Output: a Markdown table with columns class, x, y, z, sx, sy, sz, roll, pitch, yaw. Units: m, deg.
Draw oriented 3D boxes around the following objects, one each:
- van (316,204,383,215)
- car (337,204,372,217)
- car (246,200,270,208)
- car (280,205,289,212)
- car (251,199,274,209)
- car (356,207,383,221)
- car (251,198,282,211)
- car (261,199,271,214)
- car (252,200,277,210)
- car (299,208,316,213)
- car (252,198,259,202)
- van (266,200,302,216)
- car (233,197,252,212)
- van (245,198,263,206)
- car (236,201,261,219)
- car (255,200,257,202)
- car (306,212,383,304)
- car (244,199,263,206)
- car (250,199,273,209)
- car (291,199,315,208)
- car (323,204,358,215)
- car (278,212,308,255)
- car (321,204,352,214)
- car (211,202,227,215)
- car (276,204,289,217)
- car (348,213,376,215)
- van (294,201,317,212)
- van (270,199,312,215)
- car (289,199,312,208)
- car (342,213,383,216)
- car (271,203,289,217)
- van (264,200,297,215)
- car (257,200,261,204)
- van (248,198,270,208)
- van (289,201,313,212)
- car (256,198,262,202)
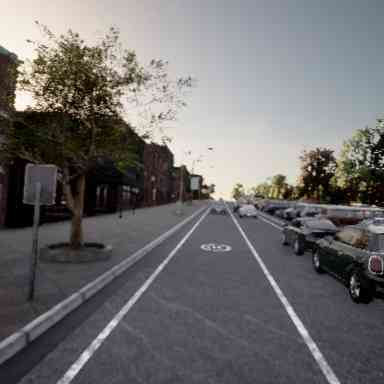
| class | x | y | z | sx | sy | sz | roll | pitch | yaw |
| --- | --- | --- | --- | --- | --- | --- | --- | --- | --- |
| van | 10.799 | 1.999 | 21.691 | 4.442 | 1.987 | 1.878 | 3 | -1 | 5 |
| car | 26.578 | 3.027 | 54.581 | 4.553 | 1.767 | 2.185 | 3 | 0 | 5 |
| car | 15.354 | 2.720 | 77.576 | 5.008 | 1.535 | 2.097 | 3 | 0 | 5 |
| car | 11.635 | 2.407 | 32.871 | 4.792 | 1.488 | 2.163 | 3 | -1 | 5 |
| car | 14.630 | 2.534 | 69.198 | 4.553 | 1.767 | 2.185 | 3 | 0 | 5 |
| car | 26.030 | 3.097 | 46.269 | 5.366 | 1.575 | 1.946 | 3 | 0 | 5 |
| car | 14.170 | 2.368 | 63.612 | 5.566 | 2.045 | 2.435 | 3 | 0 | 5 |
| car | 12.528 | 2.228 | 44.057 | 5.566 | 2.045 | 2.435 | 3 | 0 | 5 |
| car | 14.396 | 2.514 | 66.405 | 4.553 | 1.767 | 2.185 | 3 | 0 | 5 |
| car | 10.901 | 2.261 | 24.492 | 5.008 | 1.535 | 2.097 | 3 | -1 | 5 |
| car | 13.935 | 2.348 | 60.818 | 5.566 | 2.045 | 2.435 | 3 | 0 | 5 |
| van | 12.906 | 2.280 | 46.839 | 4.442 | 1.987 | 1.878 | 3 | 0 | 5 |
| car | 7.314 | 2.123 | 49.577 | 2.097 | 1.767 | 4.553 | 3 | 0 | 5 |
| van | 15.957 | 2.550 | 85.966 | 4.442 | 1.987 | 1.878 | 3 | 0 | 5 |
| car | 6.348 | 2.182 | 37.978 | 1.812 | 1.442 | 4.674 | 3 | 0 | 5 |
| car | 13.713 | 2.621 | 58.022 | 4.674 | 1.452 | 2.002 | 3 | 0 | 5 |
| car | 4.838 | 1.675 | 9.009 | 2.097 | 1.767 | 4.553 | 3 | -1 | 5 |
| car | 16.326 | 2.832 | 88.746 | 4.792 | 1.488 | 2.163 | 3 | 0 | 5 |
| car | 14.927 | 2.557 | 71.986 | 4.553 | 1.767 | 2.185 | 3 | 0 | 5 |
| car | 29.332 | 3.138 | 88.019 | 5.566 | 2.045 | 2.435 | 3 | 0 | 5 |
| car | 26.822 | 3.179 | 60.130 | 5.366 | 1.575 | 1.946 | 3 | 0 | 5 |
| car | 5.343 | 1.918 | 15.023 | 1.837 | 1.490 | 4.892 | 3 | -1 | 5 |
| car | 27.244 | 3.212 | 62.881 | 4.892 | 1.521 | 2.231 | 3 | 0 | 5 |
| car | 3.454 | 2.047 | 42.589 | 2.128 | 1.511 | 4.902 | 3 | 0 | 5 |
| car | 11.837 | 2.447 | 35.672 | 4.674 | 1.452 | 2.002 | 3 | 0 | 5 |
| car | 10.440 | 2.218 | 18.905 | 4.674 | 1.452 | 2.002 | 3 | -1 | 5 |
| van | 11.034 | 2.072 | 27.301 | 4.442 | 1.987 | 1.878 | 3 | -1 | 5 |
| van | 12.437 | 2.240 | 41.254 | 4.442 | 1.987 | 1.878 | 3 | 0 | 5 |
| car | 29.554 | 3.157 | 90.671 | 5.566 | 2.045 | 2.435 | 3 | 0 | 5 |
| car | 10.021 | 2.124 | 16.128 | 5.366 | 1.575 | 1.946 | 3 | -1 | 5 |
| car | 12.082 | 2.435 | 38.465 | 4.892 | 1.521 | 2.231 | 3 | 0 | 5 |
| van | 13.140 | 2.300 | 49.632 | 4.442 | 1.987 | 1.878 | 3 | 0 | 5 |
| car | 13.242 | 2.541 | 52.436 | 4.892 | 1.521 | 2.231 | 3 | 0 | 5 |
| van | 15.019 | 2.470 | 74.793 | 4.442 | 1.987 | 1.878 | 3 | 0 | 5 |
| van | 11.500 | 2.119 | 30.073 | 4.442 | 1.987 | 1.878 | 3 | -1 | 5 |
| car | 13.520 | 2.437 | 55.226 | 4.553 | 1.767 | 2.185 | 3 | 0 | 5 |
